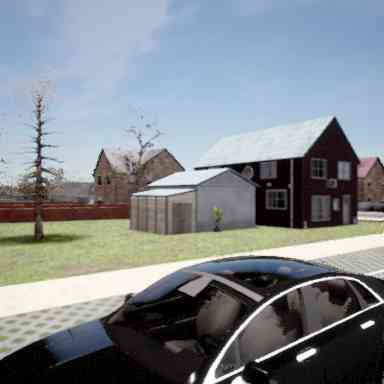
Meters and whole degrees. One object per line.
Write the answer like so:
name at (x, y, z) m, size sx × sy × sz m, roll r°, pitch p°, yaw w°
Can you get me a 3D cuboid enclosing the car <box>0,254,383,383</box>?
car at (0.457, 1.517, 3.399) m, size 4.892 × 1.490 × 1.837 m, roll 0°, pitch 0°, yaw -36°
